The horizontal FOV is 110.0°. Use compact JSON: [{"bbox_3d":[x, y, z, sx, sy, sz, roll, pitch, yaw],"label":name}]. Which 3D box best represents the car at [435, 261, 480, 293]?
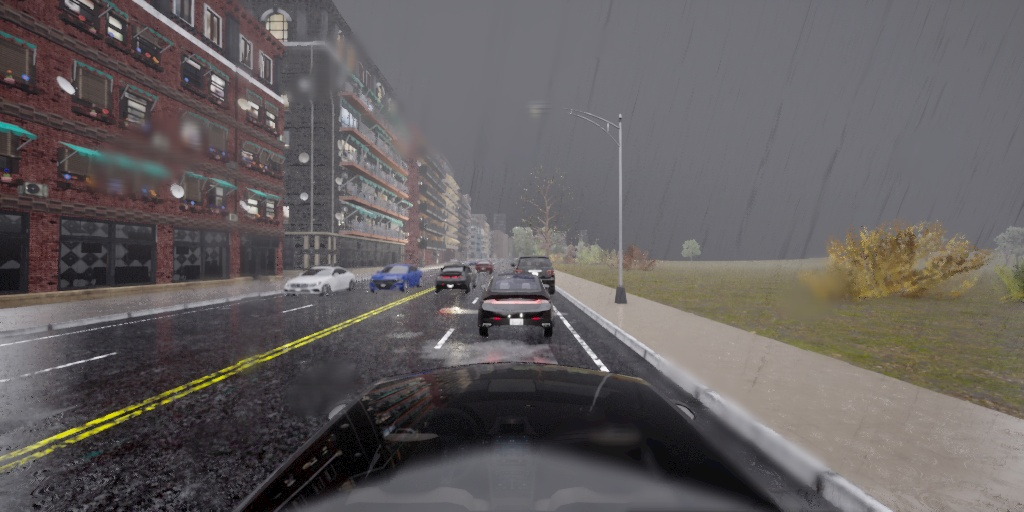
[{"bbox_3d":[-3.163,1.257,20.809,1.837,1.490,4.892,0,0,0],"label":"car"}]

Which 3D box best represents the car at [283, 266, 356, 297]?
[{"bbox_3d":[-9.847,1.276,18.823,1.812,1.442,4.674,0,0,0],"label":"car"}]

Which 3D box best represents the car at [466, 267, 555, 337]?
[{"bbox_3d":[0.095,1.242,10.338,2.128,1.511,4.902,0,0,0],"label":"car"}]

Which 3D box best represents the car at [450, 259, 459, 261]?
[{"bbox_3d":[-9.859,1.291,61.712,2.033,1.411,5.357,0,0,0],"label":"car"}]

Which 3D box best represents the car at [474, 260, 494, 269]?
[{"bbox_3d":[-3.177,1.225,42.049,1.882,1.535,5.008,0,0,0],"label":"car"}]

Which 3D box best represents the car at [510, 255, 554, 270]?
[{"bbox_3d":[1.126,0.975,20.209,2.150,2.045,5.566,0,0,0],"label":"car"}]

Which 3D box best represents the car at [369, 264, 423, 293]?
[{"bbox_3d":[-6.612,1.228,20.911,1.882,1.535,5.008,0,0,0],"label":"car"}]
